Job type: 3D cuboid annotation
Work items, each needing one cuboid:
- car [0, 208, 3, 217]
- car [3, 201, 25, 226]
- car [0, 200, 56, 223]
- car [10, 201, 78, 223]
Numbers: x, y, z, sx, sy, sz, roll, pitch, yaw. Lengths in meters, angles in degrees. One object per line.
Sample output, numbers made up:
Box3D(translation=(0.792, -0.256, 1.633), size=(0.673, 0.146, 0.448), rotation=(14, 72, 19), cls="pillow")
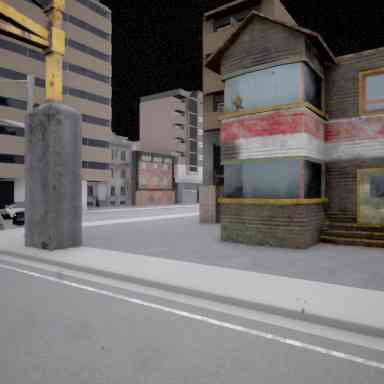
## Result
Box3D(translation=(-13.242, 1.295, 25.697), size=(4.536, 1.218, 1.853), rotation=(0, 0, -30), cls="car")
Box3D(translation=(-10.085, 1.453, 22.997), size=(2.038, 1.542, 4.974), rotation=(0, 0, 15), cls="car")
Box3D(translation=(-13.287, 1.453, 25.671), size=(4.974, 1.542, 2.038), rotation=(0, 0, -30), cls="car")
Box3D(translation=(-10.071, 1.295, 23.047), size=(1.853, 1.218, 4.536), rotation=(0, 0, 15), cls="car")
